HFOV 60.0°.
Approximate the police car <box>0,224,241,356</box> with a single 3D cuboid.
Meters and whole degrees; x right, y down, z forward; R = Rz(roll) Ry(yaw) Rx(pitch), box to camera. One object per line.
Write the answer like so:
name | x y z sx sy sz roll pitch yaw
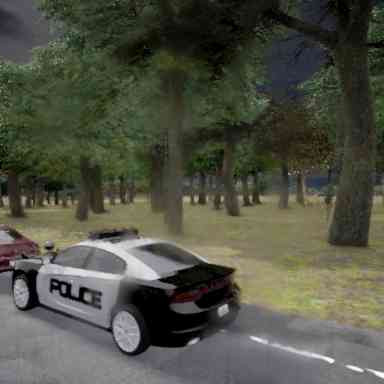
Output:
police car | -1.612 1.524 6.387 5.238 1.638 1.930 0 -1 37
